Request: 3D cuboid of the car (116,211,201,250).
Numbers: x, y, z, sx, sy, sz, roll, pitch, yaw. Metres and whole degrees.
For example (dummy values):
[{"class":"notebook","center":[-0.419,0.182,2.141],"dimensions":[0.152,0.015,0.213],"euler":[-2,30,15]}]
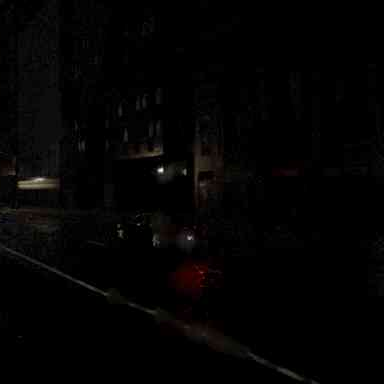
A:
[{"class":"car","center":[-1.697,1.649,15.315],"dimensions":[1.837,1.490,4.892],"euler":[0,0,-42]}]
